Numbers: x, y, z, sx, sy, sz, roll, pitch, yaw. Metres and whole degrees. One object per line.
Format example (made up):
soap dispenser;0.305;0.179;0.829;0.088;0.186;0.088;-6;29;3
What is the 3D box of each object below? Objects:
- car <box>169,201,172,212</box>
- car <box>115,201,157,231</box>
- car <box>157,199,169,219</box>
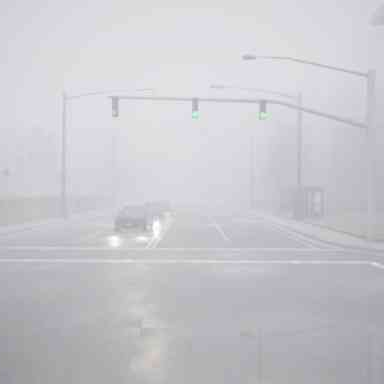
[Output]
car;-3.608;1.627;41.667;1.882;1.535;5.008;1;0;0
car;-3.612;1.569;21.395;1.882;1.535;5.008;1;0;0
car;-3.618;1.609;30.844;2.128;1.511;4.902;1;0;0
